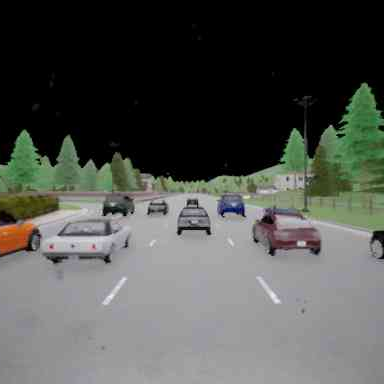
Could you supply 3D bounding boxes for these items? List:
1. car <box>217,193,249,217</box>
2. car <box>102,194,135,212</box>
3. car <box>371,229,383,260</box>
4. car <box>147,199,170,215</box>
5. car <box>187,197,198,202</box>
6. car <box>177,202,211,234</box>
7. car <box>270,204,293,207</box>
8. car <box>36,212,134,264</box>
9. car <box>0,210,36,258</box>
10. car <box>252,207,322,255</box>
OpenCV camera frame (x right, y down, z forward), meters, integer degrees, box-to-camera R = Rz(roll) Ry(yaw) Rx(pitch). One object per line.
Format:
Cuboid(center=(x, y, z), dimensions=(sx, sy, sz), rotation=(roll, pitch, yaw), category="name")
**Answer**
Cuboid(center=(3.605, 1.232, 31.255), dimensions=(2.150, 2.045, 5.566), rotation=(0, 0, 0), category="car")
Cuboid(center=(-6.894, 1.232, 31.615), dimensions=(2.150, 2.045, 5.566), rotation=(0, 0, 0), category="car")
Cuboid(center=(7.086, 1.480, 9.477), dimensions=(1.882, 1.535, 5.008), rotation=(0, 0, 0), category="car")
Cuboid(center=(-3.394, 1.502, 33.990), dimensions=(2.128, 1.511, 4.902), rotation=(0, 0, 0), category="car")
Cuboid(center=(0.108, 1.493, 55.581), dimensions=(1.882, 1.535, 5.008), rotation=(0, 0, 0), category="car")
Cuboid(center=(0.102, 1.553, 19.301), dimensions=(2.033, 1.411, 5.357), rotation=(0, 0, 0), category="car")
Cuboid(center=(7.103, 1.608, 26.882), dimensions=(1.895, 1.301, 4.718), rotation=(0, 0, 0), category="car")
Cuboid(center=(-3.408, 1.604, 11.817), dimensions=(1.895, 1.301, 4.718), rotation=(0, 0, 0), category="car")
Cuboid(center=(-6.898, 1.355, 11.069), dimensions=(2.097, 1.767, 4.553), rotation=(0, 0, 0), category="car")
Cuboid(center=(3.605, 1.529, 13.240), dimensions=(1.812, 1.442, 4.674), rotation=(0, 0, 0), category="car")
